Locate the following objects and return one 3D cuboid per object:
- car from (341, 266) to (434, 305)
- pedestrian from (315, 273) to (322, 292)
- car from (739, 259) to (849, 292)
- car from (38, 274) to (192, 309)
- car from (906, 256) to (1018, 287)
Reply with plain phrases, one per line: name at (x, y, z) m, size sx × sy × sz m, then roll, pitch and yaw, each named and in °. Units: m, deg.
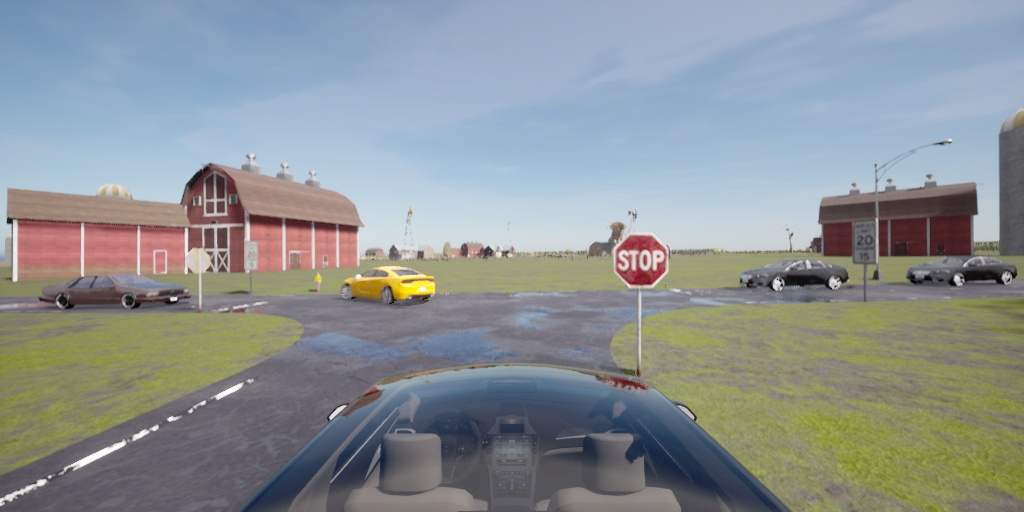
car at (-5.637, 1.229, 16.039) m, size 5.008 × 1.535 × 1.882 m, roll -1°, pitch -1°, yaw 36°
pedestrian at (-11.253, 1.522, 20.863) m, size 0.500 × 1.100 × 0.500 m, roll 0°, pitch 1°, yaw 4°
car at (14.024, 0.914, 17.981) m, size 4.902 × 1.511 × 2.128 m, roll -1°, pitch 0°, yaw -4°
car at (-16.972, 1.472, 15.410) m, size 5.357 × 1.411 × 2.033 m, roll -1°, pitch 0°, yaw 5°
car at (23.489, 0.747, 18.818) m, size 4.902 × 1.511 × 2.128 m, roll -1°, pitch 0°, yaw -7°
